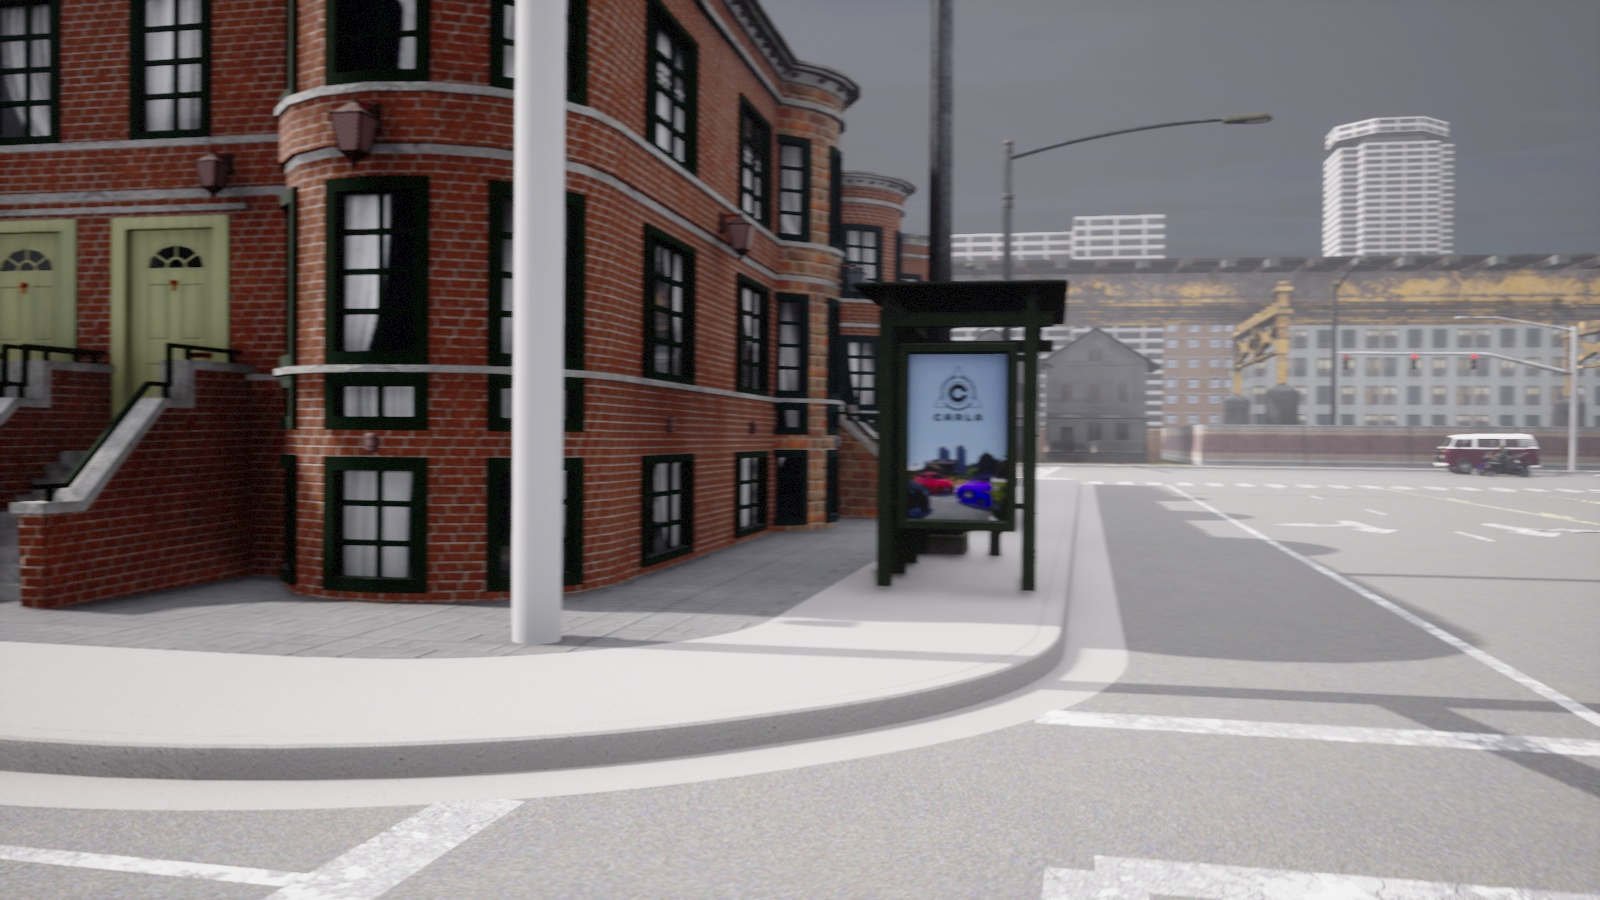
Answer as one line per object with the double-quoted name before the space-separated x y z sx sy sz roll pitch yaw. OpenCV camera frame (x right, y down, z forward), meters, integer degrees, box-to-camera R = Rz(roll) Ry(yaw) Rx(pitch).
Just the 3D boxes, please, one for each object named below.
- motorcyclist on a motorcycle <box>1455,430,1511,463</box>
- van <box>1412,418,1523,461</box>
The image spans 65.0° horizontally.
"motorcyclist on a motorcycle" 32.300 -0.164 59.403 2.191 1.530 0.866 -1 1 12
"van" 33.312 -0.522 62.761 4.480 2.038 2.069 -1 1 12
